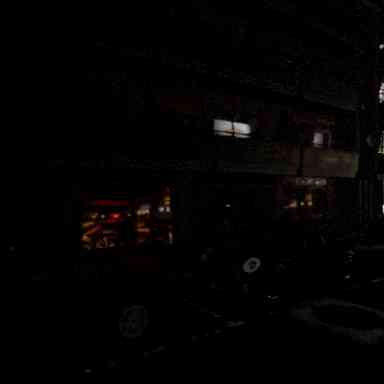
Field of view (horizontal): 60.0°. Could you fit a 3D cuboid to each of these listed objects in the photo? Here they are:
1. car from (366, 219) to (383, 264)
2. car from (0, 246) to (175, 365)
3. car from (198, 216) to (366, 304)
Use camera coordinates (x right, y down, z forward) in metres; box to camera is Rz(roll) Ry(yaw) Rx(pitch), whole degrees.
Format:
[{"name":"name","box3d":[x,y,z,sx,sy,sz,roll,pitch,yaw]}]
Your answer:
[{"name":"car","box3d":[6.612,1.585,11.283,4.206,1.307,1.802,0,0,-36]},{"name":"car","box3d":[-2.387,1.545,4.863,4.507,1.381,1.887,0,0,-36]},{"name":"car","box3d":[2.113,1.442,8.074,4.097,1.590,1.967,0,0,-36]}]
